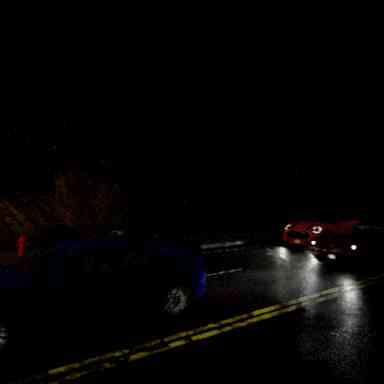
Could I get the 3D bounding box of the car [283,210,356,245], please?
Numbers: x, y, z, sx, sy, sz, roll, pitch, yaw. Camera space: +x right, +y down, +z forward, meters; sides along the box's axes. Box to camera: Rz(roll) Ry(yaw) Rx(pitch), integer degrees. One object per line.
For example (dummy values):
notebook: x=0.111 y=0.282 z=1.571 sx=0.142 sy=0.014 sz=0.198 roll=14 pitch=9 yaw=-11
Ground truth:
car: x=6.641 y=1.736 z=16.737 sx=4.553 sy=1.767 sz=2.097 roll=1 pitch=-2 yaw=-37

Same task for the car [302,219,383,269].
car: x=6.447 y=1.890 z=12.504 sx=4.718 sy=1.301 sz=1.895 roll=1 pitch=-2 yaw=-37

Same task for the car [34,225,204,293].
car: x=-2.081 y=1.835 z=10.199 sx=4.718 sy=1.301 sz=1.895 roll=1 pitch=-2 yaw=-37

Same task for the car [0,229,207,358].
car: x=-2.028 y=1.622 z=6.212 sx=5.008 sy=1.535 sz=1.882 roll=1 pitch=-2 yaw=-36
